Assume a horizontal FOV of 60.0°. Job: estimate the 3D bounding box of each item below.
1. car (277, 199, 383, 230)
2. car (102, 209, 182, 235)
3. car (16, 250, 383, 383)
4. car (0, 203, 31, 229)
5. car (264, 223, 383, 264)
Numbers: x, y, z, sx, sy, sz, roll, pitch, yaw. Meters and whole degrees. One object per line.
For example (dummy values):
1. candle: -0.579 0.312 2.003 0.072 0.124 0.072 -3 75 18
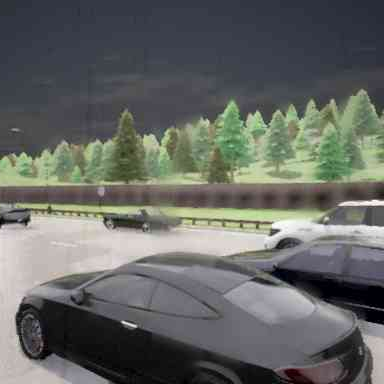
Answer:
1. car: 4.833 1.221 9.144 5.566 2.045 2.150 0 0 36
2. car: -2.962 1.596 19.005 4.718 1.301 1.895 0 0 36
3. car: -0.353 1.525 4.245 4.674 1.442 1.812 0 0 36
4. car: -12.307 1.483 21.374 4.902 1.511 2.128 0 0 36
5. car: 2.898 1.547 6.224 5.357 1.411 2.033 0 0 36
